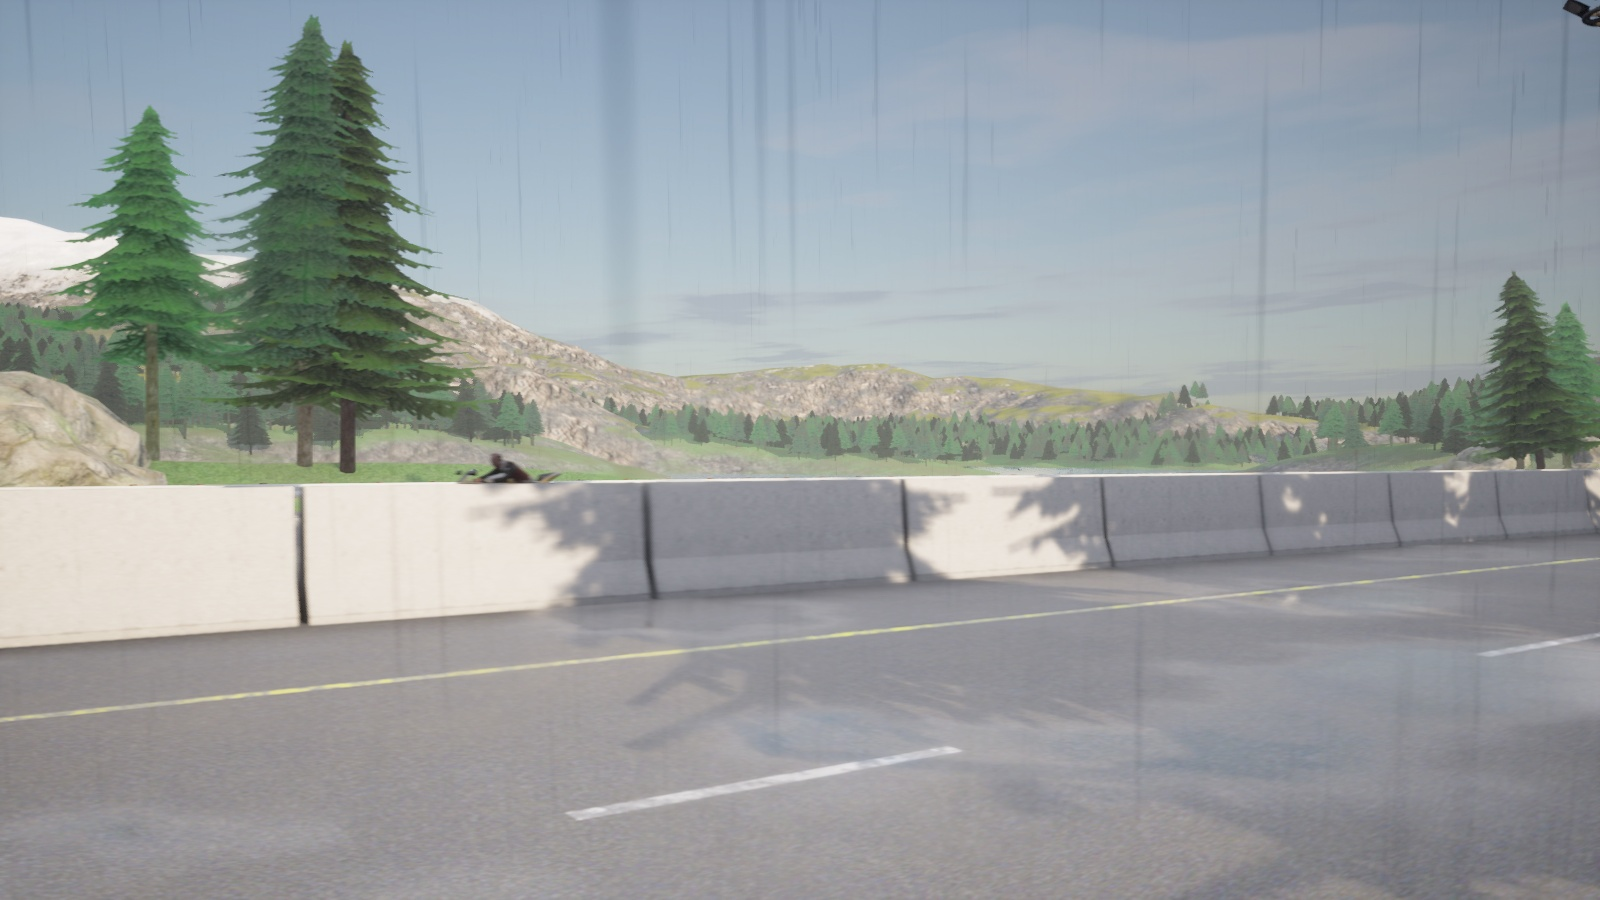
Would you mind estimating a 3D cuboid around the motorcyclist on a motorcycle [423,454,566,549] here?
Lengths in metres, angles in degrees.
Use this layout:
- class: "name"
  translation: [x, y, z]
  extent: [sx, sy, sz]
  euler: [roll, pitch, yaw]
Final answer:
- class: "motorcyclist on a motorcycle"
  translation: [-5.181, 0.843, 21.373]
  extent: [2.191, 1.530, 0.866]
  euler: [0, 0, -35]
